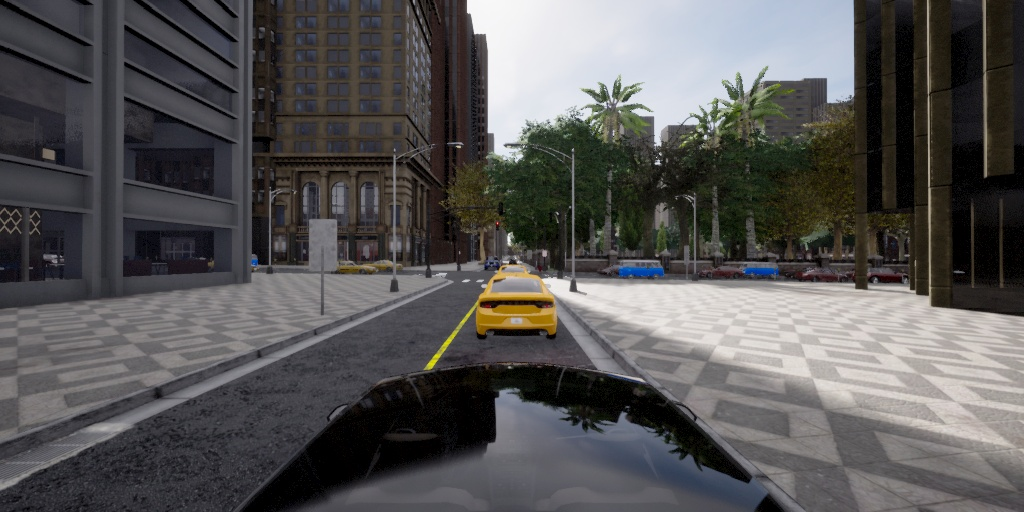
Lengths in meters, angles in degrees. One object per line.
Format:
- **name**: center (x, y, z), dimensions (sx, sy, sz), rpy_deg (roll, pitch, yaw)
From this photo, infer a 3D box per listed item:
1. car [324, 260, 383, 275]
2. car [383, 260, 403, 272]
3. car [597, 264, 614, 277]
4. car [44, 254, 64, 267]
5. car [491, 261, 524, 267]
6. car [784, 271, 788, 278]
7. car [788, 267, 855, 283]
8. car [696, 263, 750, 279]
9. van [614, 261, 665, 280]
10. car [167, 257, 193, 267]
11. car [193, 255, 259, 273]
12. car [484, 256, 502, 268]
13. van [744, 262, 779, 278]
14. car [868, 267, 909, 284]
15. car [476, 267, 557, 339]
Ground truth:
- **car**: center (-14.974, 1.053, 33.333), dimensions (4.829, 1.417, 1.751), rpy_deg (0, 0, 0)
- **car**: center (-15.270, 1.102, 41.860), dimensions (4.829, 1.417, 1.751), rpy_deg (0, 0, 0)
- **car**: center (12.194, 1.559, 39.029), dimensions (5.357, 1.411, 2.033), rpy_deg (1, 0, 0)
- **car**: center (-43.496, 0.509, 33.511), dimensions (4.097, 1.591, 1.967), rpy_deg (0, 0, 0)
- **car**: center (0.043, 1.235, 20.177), dimensions (1.882, 1.535, 5.008), rpy_deg (0, 0, 0)
- **car**: center (33.047, 1.903, 38.889), dimensions (5.357, 1.411, 2.033), rpy_deg (1, 0, 1)
- **car**: center (28.513, 1.830, 33.061), dimensions (4.207, 1.307, 1.802), rpy_deg (0, 0, 0)
- **car**: center (22.604, 1.710, 38.963), dimensions (4.674, 1.442, 1.812), rpy_deg (1, 0, 0)
- **van**: center (11.943, 1.315, 33.165), dimensions (3.998, 1.789, 1.690), rpy_deg (0, 0, 0)
- **car**: center (-37.780, 0.775, 42.001), dimensions (4.313, 1.339, 1.948), rpy_deg (0, 0, 0)
- **car**: center (-26.314, 0.868, 33.404), dimensions (4.829, 1.417, 1.751), rpy_deg (0, 0, 0)
- **car**: center (-2.973, 1.036, 54.571), dimensions (2.150, 2.045, 5.566), rpy_deg (0, 0, 0)
- **van**: center (28.555, 1.637, 41.587), dimensions (3.998, 1.789, 1.690), rpy_deg (0, 0, 0)
- **car**: center (34.037, 1.778, 33.027), dimensions (4.097, 1.591, 1.967), rpy_deg (0, 0, 0)
- **car**: center (0.112, 1.230, 10.116), dimensions (1.882, 1.535, 5.008), rpy_deg (0, 0, 0)
